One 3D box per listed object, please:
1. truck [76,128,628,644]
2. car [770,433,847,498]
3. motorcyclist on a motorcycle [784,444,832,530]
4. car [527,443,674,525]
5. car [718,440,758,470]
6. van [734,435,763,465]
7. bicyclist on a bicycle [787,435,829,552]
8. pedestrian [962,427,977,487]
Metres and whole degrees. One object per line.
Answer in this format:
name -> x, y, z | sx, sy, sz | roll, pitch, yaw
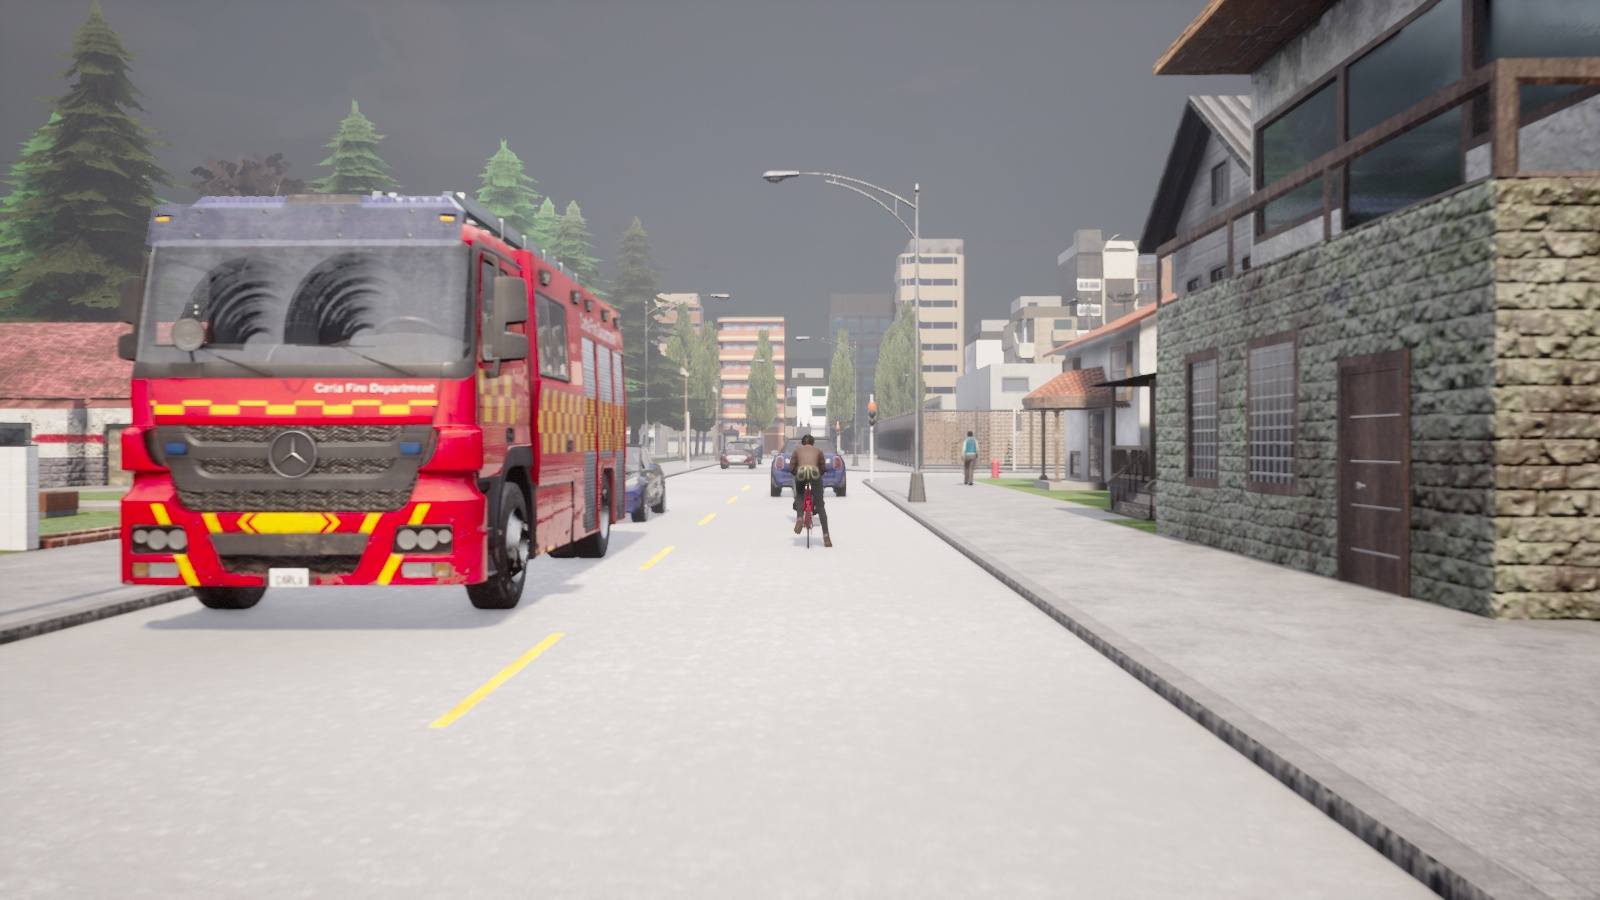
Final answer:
truck -> -3.908, -0.498, 13.556 | 2.891, 3.827, 8.468 | 0, 0, 0
car -> 0.227, 0.402, 36.084 | 2.097, 1.767, 4.553 | 0, 0, 0
motorcyclist on a motorcycle -> 0.147, 0.650, 23.431 | 0.866, 1.530, 2.191 | 0, 0, 0
car -> -3.844, 0.602, 25.094 | 2.163, 1.488, 4.792 | 0, 0, 0
car -> -3.575, 0.263, 72.806 | 2.033, 1.649, 4.856 | 0, 0, 0
van -> -3.498, 0.011, 86.445 | 1.775, 1.987, 4.442 | 0, 0, 0
bicyclist on a bicycle -> 0.117, 0.597, 18.095 | 0.582, 1.620, 1.656 | 0, 0, 0
pedestrian -> 5.456, 0.232, 40.522 | 0.396, 1.930, 0.692 | 0, 0, 1
